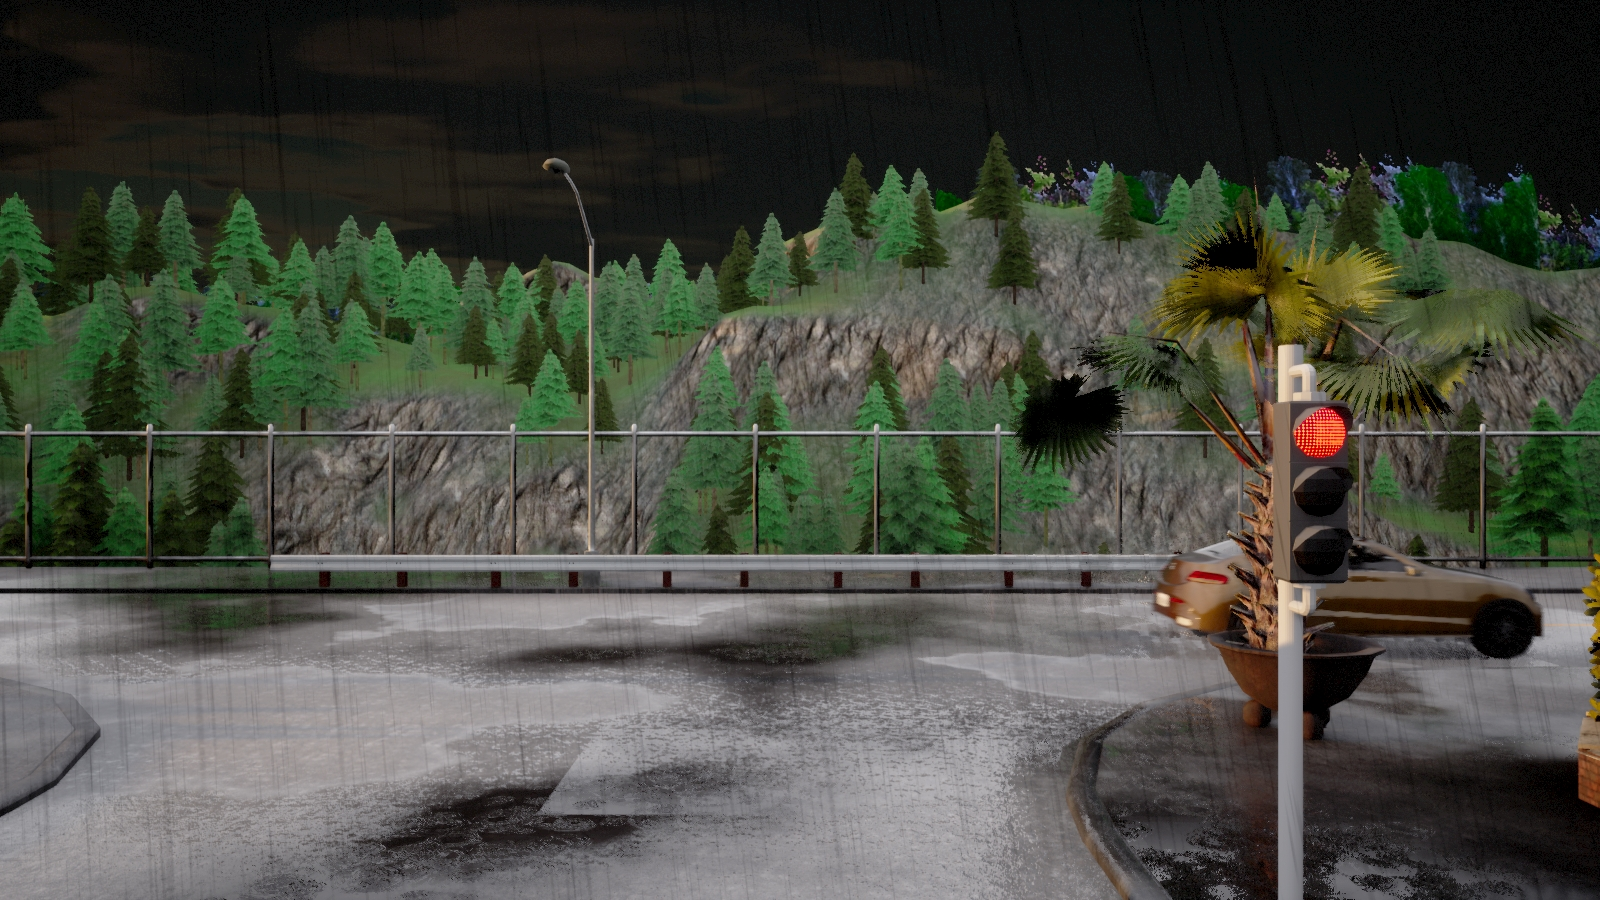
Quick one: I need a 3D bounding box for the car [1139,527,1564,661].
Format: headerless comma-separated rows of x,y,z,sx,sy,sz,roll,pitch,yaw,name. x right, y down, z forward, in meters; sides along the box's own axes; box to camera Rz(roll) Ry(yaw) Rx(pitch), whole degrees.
7.680,1.992,16.327,5.027,1.651,2.152,0,0,0,car
